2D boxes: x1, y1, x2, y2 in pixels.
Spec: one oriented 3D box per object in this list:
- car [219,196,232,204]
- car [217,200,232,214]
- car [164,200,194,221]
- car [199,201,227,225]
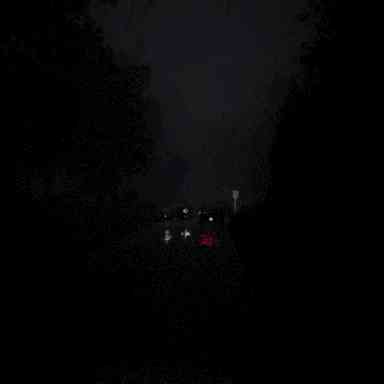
[{"bbox_3d":[6.879,1.629,68.622,1.895,1.301,4.718,1,1,16],"label":"car"},{"bbox_3d":[3.859,1.773,42.015,2.097,1.767,4.553,0,-1,10],"label":"car"},{"bbox_3d":[-1.053,1.527,28.646,2.097,1.767,4.553,0,-1,7],"label":"car"},{"bbox_3d":[1.561,1.659,25.494,1.837,1.490,4.892,0,-1,6],"label":"car"}]
